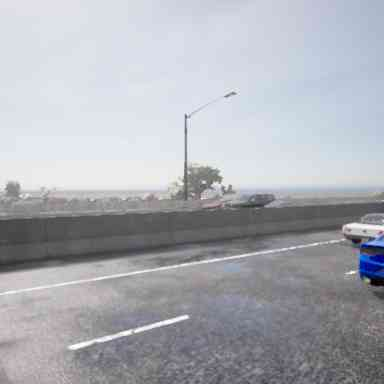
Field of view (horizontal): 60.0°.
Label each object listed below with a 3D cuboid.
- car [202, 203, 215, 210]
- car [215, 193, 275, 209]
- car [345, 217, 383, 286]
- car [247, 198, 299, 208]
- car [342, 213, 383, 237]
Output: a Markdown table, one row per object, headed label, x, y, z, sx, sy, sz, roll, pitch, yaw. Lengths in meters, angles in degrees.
| label | x | y | z | sx | sy | sz | roll | pitch | yaw |
| --- | --- | --- | --- | --- | --- | --- | --- | --- | --- |
| car | 3.194 | 1.420 | 31.938 | 5.008 | 1.535 | 1.882 | 0 | 0 | -35 |
| car | 5.085 | 1.139 | 28.989 | 5.566 | 2.045 | 2.150 | 0 | 0 | -35 |
| car | 6.027 | 1.447 | 8.043 | 5.008 | 1.535 | 1.882 | 0 | 0 | -35 |
| car | 6.801 | 1.460 | 25.918 | 4.674 | 1.442 | 1.812 | 0 | 0 | -35 |
| car | 8.501 | 1.552 | 14.106 | 4.718 | 1.301 | 1.895 | 0 | 0 | -35 |
